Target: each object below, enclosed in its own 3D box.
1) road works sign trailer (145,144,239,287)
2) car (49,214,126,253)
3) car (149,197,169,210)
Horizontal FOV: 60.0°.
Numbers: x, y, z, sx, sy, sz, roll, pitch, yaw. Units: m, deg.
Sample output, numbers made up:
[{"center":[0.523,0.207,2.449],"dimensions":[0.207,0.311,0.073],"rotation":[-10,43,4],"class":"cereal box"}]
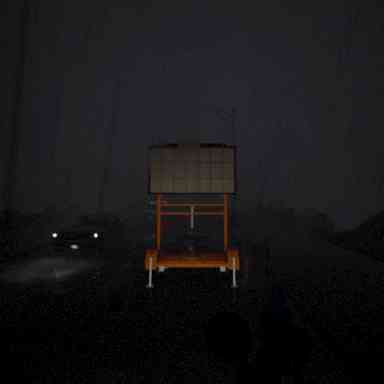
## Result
[{"center":[0.009,0.464,9.270],"dimensions":[2.380,3.560,2.880],"rotation":[0,0,0],"class":"road works sign trailer"},{"center":[-4.088,1.601,13.791],"dimensions":[1.895,1.301,4.718],"rotation":[0,0,0],"class":"car"},{"center":[-4.064,1.351,41.654],"dimensions":[2.097,1.767,4.553],"rotation":[0,0,0],"class":"car"}]
